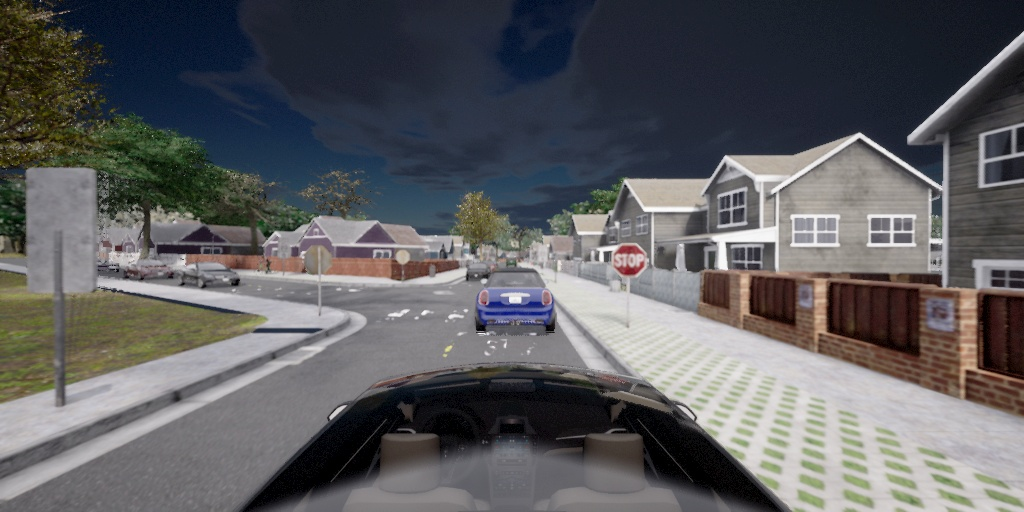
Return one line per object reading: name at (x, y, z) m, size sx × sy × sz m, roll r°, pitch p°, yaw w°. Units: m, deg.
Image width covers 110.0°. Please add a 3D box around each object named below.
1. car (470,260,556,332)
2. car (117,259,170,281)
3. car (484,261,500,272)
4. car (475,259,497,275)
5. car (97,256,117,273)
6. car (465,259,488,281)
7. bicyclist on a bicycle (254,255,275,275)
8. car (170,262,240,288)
car at (0.084, 1.124, 11.089) m, size 2.097 × 1.767 × 4.553 m, roll 0°, pitch 0°, yaw 0°
car at (-26.993, 0.972, 26.594) m, size 4.674 × 1.442 × 1.812 m, roll 1°, pitch 1°, yaw 29°
car at (-2.909, 1.487, 52.602) m, size 2.033 × 1.411 × 5.357 m, roll 0°, pitch 0°, yaw 0°
car at (-2.902, 1.235, 41.078) m, size 2.097 × 1.767 × 4.553 m, roll 0°, pitch 0°, yaw 0°
car at (-37.595, 0.900, 32.589) m, size 4.718 × 1.301 × 1.895 m, roll 1°, pitch 1°, yaw 30°
car at (-2.889, 1.318, 31.281) m, size 1.882 × 1.535 × 5.008 m, roll 0°, pitch 0°, yaw 0°
bicyclist on a bicycle at (-20.387, 0.755, 29.574) m, size 0.582 × 1.620 × 1.656 m, roll 1°, pitch 1°, yaw 29°
car at (-18.475, 1.089, 21.758) m, size 4.674 × 1.442 × 1.812 m, roll 1°, pitch 1°, yaw 30°
